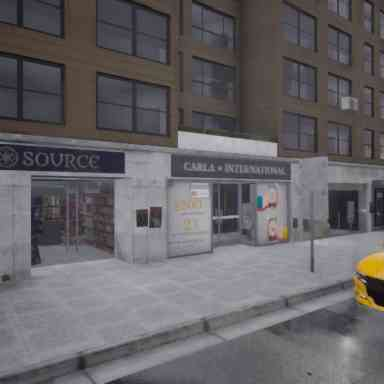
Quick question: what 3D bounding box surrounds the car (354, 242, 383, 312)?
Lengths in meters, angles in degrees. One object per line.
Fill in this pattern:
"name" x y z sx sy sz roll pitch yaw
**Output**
"car" 5.318 1.478 6.857 5.008 1.535 1.882 0 0 -35
